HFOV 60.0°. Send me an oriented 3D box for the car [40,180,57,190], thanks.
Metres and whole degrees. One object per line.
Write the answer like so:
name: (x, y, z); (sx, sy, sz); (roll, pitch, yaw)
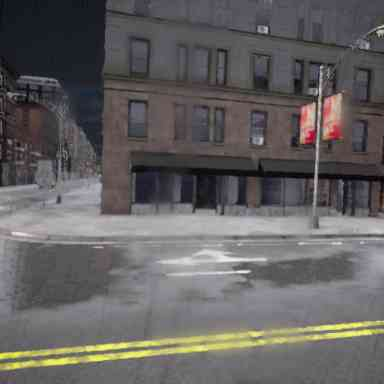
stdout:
car: (-22.678, -1.221, 52.548); (1.882, 1.535, 5.008); (1, 2, -14)
